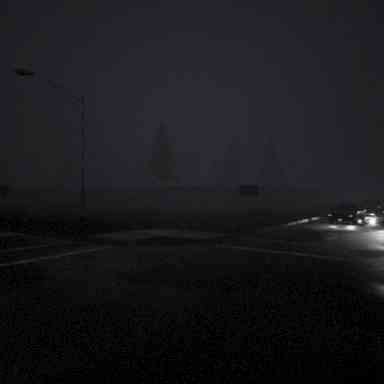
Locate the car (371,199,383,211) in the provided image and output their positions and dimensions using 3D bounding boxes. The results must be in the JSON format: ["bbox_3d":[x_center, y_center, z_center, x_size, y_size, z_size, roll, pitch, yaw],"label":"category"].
[{"bbox_3d":[23.896,1.602,41.767,1.895,1.301,4.718,0,0,36],"label":"car"}]

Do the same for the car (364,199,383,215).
[{"bbox_3d":[17.848,1.493,33.468,2.128,1.511,4.902,0,0,36],"label":"car"}]

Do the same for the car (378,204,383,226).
[{"bbox_3d":[14.162,1.602,22.478,1.895,1.301,4.718,0,0,36],"label":"car"}]

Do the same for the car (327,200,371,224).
[{"bbox_3d":[11.823,1.548,25.207,2.033,1.411,5.357,0,0,36],"label":"car"}]
